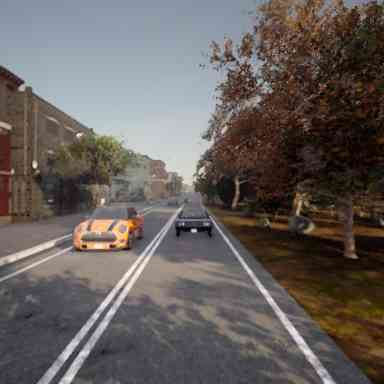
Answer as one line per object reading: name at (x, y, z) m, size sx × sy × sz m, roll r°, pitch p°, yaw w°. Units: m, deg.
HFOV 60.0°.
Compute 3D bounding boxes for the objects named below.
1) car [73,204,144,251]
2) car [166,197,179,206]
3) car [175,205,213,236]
car at (-3.347, 1.354, 14.101) m, size 2.097 × 1.767 × 4.553 m, roll 0°, pitch 0°, yaw 0°
car at (-3.256, 1.616, 55.637) m, size 1.837 × 1.490 × 4.892 m, roll 0°, pitch 0°, yaw 1°
car at (0.101, 1.603, 18.514) m, size 1.895 × 1.301 × 4.718 m, roll 0°, pitch 0°, yaw 0°
